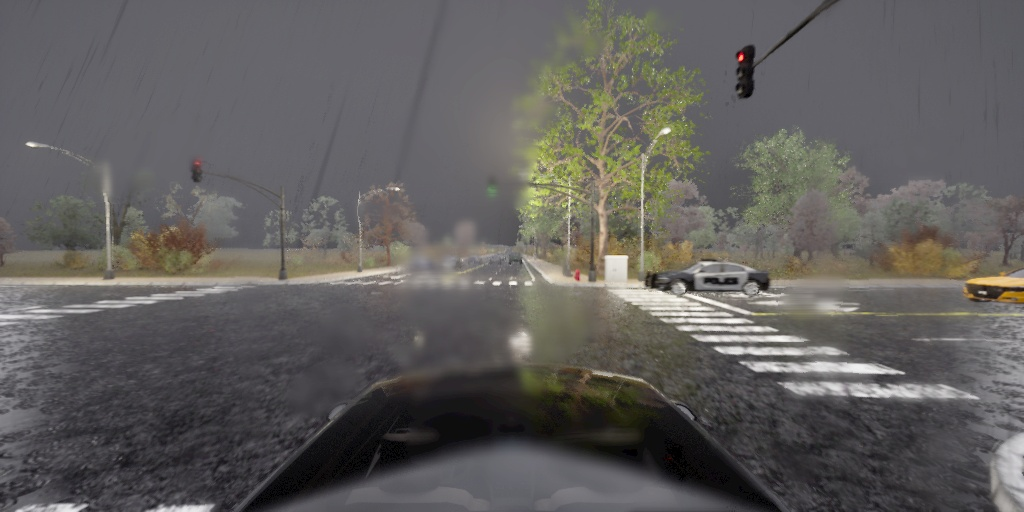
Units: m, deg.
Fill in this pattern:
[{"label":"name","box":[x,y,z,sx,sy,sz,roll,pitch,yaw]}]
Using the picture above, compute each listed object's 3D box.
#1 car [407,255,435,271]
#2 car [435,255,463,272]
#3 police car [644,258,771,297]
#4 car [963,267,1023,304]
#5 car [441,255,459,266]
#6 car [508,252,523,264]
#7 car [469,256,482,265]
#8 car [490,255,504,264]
[{"label":"car","box":[-9.610,0.698,38.389,2.097,1.767,4.553,0,1,1]},{"label":"car","box":[-6.364,0.839,38.217,2.128,1.511,4.902,0,1,1]},{"label":"police car","box":[8.873,0.919,16.486,5.238,1.638,1.930,0,2,3]},{"label":"car","box":[19.459,1.042,12.805,5.008,1.535,1.882,0,1,3]},{"label":"car","box":[-9.311,0.675,54.183,1.837,1.490,4.892,0,1,2]},{"label":"car","box":[0.586,0.332,59.432,2.150,2.045,5.566,0,1,1]},{"label":"car","box":[-5.923,0.663,59.026,2.033,1.411,5.357,0,1,1]},{"label":"car","box":[-2.664,0.602,59.461,2.128,1.511,4.902,0,1,1]}]
